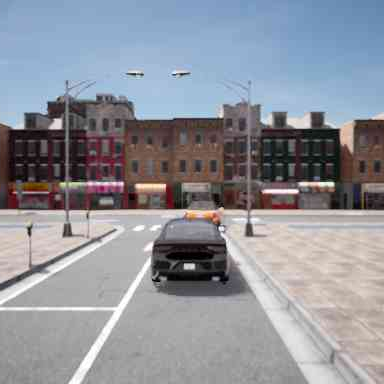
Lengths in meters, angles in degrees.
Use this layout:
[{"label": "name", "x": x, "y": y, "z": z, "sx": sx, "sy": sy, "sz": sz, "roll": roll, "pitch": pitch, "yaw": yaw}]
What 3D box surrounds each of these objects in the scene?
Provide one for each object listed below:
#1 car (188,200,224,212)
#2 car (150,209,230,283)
[{"label": "car", "x": 0.838, "y": 1.350, "z": 20.444, "sx": 2.097, "sy": 1.767, "sz": 4.553, "roll": 0, "pitch": 0, "yaw": 10}, {"label": "car", "x": -0.036, "y": 1.475, "z": 9.702, "sx": 1.882, "sy": 1.535, "sz": 5.008, "roll": 0, "pitch": 0, "yaw": 0}]
